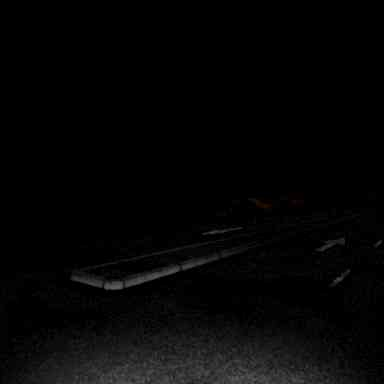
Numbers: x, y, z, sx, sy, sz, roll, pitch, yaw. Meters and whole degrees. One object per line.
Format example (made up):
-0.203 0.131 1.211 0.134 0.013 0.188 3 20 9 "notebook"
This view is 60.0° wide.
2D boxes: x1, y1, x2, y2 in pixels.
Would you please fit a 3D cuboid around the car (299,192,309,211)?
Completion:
10.666 1.168 38.286 4.553 1.767 2.185 1 0 16 "car"

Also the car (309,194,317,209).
12.364 1.349 40.725 4.674 1.452 2.002 1 0 16 "car"

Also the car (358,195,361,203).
28.089 1.454 62.488 5.366 1.575 1.946 1 0 15 "car"

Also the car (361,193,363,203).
31.347 1.360 67.384 4.553 1.767 2.185 1 0 15 "car"

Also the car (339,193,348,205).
21.191 1.390 52.789 5.366 1.575 1.946 1 0 16 "car"

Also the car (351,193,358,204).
26.167 1.187 60.110 5.566 2.045 2.435 1 0 15 "car"

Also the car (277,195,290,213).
6.958 1.288 33.118 4.792 1.488 2.163 1 0 16 "car"

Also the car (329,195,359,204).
29.622 1.471 64.957 4.892 1.521 2.231 1 0 15 "car"

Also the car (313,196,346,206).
22.708 1.435 55.264 4.792 1.488 2.163 1 0 16 "car"

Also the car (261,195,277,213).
4.776 1.234 30.406 5.366 1.575 1.946 1 0 16 "car"

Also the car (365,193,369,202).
36.301 1.559 74.738 4.792 1.488 2.163 1 0 14 "car"

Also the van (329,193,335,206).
17.669 1.133 47.961 4.442 1.987 1.878 1 0 16 "van"

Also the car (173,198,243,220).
1.001 1.203 24.846 4.892 1.521 2.231 1 0 16 "car"

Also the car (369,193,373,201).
39.615 1.557 79.666 5.008 1.535 2.097 1 0 13 "car"

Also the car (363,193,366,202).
33.010 1.501 69.828 5.008 1.535 2.097 1 0 15 "car"

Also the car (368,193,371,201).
38.012 1.574 77.196 4.792 1.488 2.163 1 0 14 "car"

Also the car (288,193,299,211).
8.877 1.151 35.889 4.553 1.767 2.185 1 0 16 "car"

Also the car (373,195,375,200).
42.642 1.578 84.683 5.366 1.575 1.946 1 0 13 "car"

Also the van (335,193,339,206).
19.398 1.150 50.386 4.442 1.987 1.878 1 0 16 "van"

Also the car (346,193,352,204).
24.494 1.452 57.679 4.792 1.488 2.163 1 0 15 "car"

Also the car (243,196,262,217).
2.986 1.223 27.599 4.892 1.521 2.231 1 0 16 "car"

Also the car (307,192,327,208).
14.070 1.074 43.148 5.566 2.045 2.435 1 0 16 "car"

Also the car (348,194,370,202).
41.197 1.445 82.164 4.553 1.767 2.185 1 0 13 "car"

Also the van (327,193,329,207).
15.941 1.117 45.536 4.442 1.987 1.878 1 0 16 "van"
